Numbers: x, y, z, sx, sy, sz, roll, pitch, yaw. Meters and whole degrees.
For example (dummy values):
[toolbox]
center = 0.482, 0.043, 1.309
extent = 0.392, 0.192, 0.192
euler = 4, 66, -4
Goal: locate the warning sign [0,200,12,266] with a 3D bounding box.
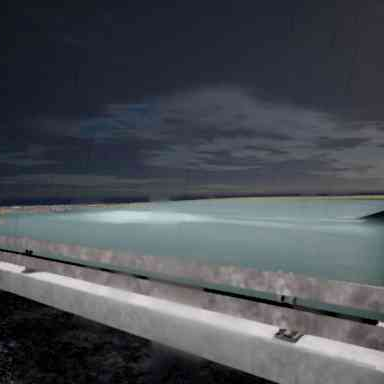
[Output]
[warning sign]
center = -6.117, 1.200, 9.556
extent = 1.060, 1.860, 1.300
euler = -2, 0, 36
